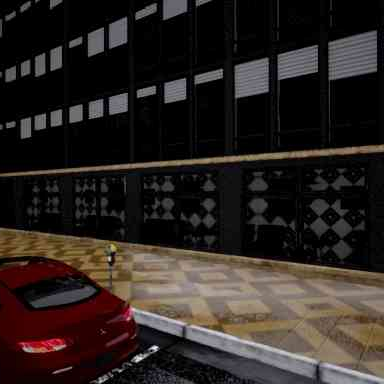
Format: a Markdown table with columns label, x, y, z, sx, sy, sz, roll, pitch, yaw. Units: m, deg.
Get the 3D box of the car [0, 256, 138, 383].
| label | x | y | z | sx | sy | sz | roll | pitch | yaw |
| --- | --- | --- | --- | --- | --- | --- | --- | --- | --- |
| car | -2.593 | 1.582 | 4.675 | 4.206 | 1.307 | 1.802 | 0 | 0 | 35 |
